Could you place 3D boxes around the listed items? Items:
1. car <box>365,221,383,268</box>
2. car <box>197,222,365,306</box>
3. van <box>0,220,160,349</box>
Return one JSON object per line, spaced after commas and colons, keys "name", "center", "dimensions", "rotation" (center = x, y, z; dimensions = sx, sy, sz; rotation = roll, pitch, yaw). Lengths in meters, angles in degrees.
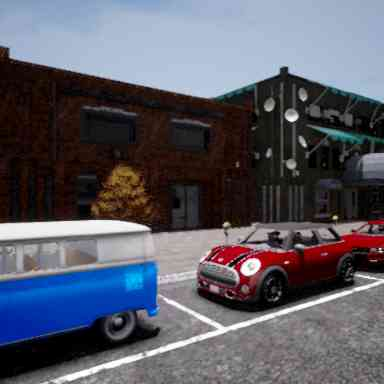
{"name": "car", "center": [6.610, 1.651, 11.271], "dimensions": [4.507, 1.381, 1.887], "rotation": [1, -1, -35]}
{"name": "car", "center": [2.092, 1.496, 8.052], "dimensions": [4.097, 1.590, 1.967], "rotation": [1, -1, -35]}
{"name": "van", "center": [-2.427, 1.348, 4.834], "dimensions": [3.998, 1.788, 1.690], "rotation": [1, -1, -35]}
